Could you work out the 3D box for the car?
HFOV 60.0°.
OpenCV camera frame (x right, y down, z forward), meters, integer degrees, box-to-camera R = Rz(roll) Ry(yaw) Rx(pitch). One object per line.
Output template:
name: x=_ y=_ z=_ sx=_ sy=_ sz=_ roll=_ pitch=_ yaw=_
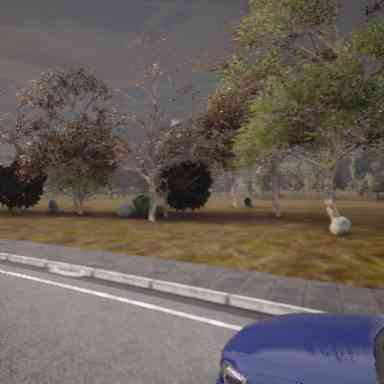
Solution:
car: x=2.362 y=1.518 z=2.195 sx=4.674 sy=1.442 sz=1.812 roll=0 pitch=0 yaw=35
